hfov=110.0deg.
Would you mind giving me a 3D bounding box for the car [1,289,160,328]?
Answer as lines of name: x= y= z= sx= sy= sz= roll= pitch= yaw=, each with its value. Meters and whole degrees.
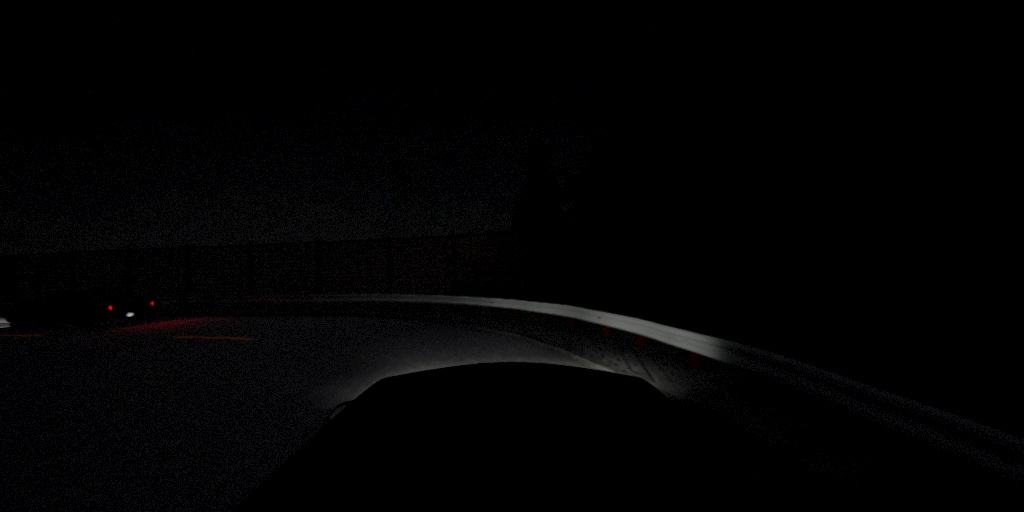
car: x=-16.391 y=1.955 z=13.679 sx=4.718 sy=1.301 sz=1.895 roll=-2 pitch=-1 yaw=8
